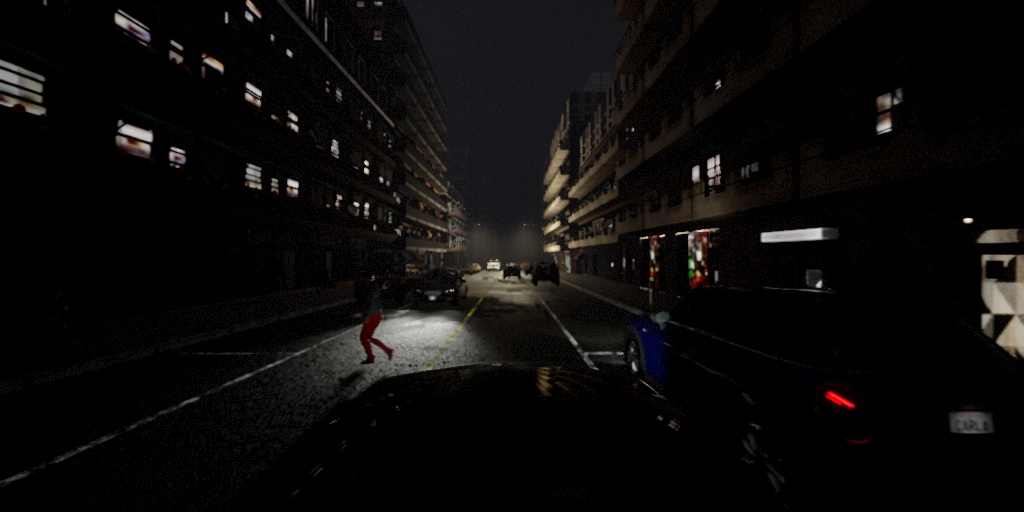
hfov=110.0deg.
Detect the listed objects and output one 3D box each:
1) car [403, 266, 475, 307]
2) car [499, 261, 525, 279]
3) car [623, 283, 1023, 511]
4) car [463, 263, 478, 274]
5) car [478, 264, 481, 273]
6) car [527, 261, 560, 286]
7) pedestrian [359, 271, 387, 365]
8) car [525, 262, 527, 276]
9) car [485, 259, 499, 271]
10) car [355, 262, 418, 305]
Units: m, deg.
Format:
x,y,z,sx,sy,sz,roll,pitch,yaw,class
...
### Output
x,y,z,sx,sy,sz,roll,pitch,yaw,class
-3.135,1.394,16.548,2.128,1.511,4.902,0,0,0,car
0.008,1.628,38.268,2.128,1.511,4.902,0,-1,0,car
2.996,1.130,4.469,2.097,1.767,4.553,0,-1,0,car
-5.796,1.743,45.531,1.751,1.417,4.829,0,0,0,car
-5.810,1.803,51.194,1.751,1.417,4.829,0,0,0,car
2.626,1.349,28.698,2.192,1.841,5.009,0,0,0,car
-2.659,1.098,6.757,0.375,1.860,0.375,-1,0,-5,pedestrian
2.584,1.782,45.688,1.948,1.339,4.313,0,0,0,car
-3.147,1.616,62.573,2.150,2.045,5.566,0,-1,0,car
-5.727,1.230,17.382,2.192,1.841,5.009,0,0,0,car
